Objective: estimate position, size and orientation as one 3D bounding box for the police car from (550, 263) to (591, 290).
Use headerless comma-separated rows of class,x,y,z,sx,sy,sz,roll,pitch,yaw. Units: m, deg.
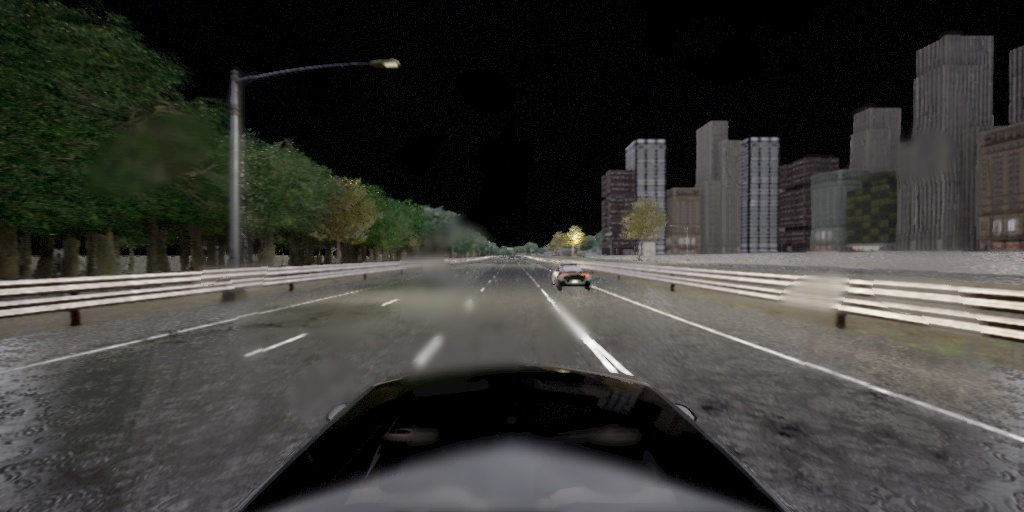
police car,3.533,1.251,22.517,2.038,1.542,4.974,0,0,0
